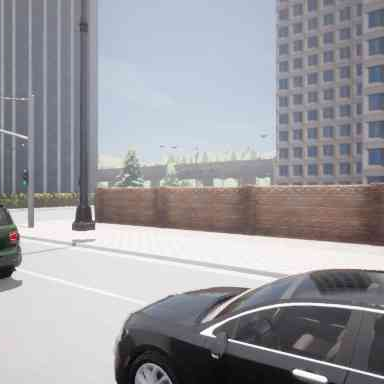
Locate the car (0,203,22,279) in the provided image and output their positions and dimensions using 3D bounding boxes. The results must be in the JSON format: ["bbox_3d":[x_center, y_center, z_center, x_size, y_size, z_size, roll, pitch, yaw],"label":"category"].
[{"bbox_3d":[-6.715,1.221,8.752,5.566,2.045,2.150,0,0,35],"label":"car"}]

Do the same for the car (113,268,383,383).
[{"bbox_3d":[1.368,1.505,3.016,4.892,1.490,1.837,0,0,35],"label":"car"}]
